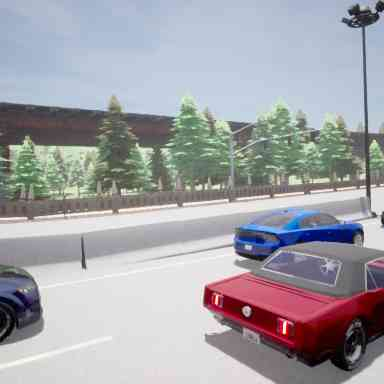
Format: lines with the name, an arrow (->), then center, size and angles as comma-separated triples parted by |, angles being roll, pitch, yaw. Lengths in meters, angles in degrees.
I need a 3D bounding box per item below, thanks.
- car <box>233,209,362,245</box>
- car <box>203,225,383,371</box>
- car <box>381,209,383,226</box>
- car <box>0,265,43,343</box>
car -> 3.561, 1.283, 10.630 | 5.008, 1.535, 1.882 | -3, 2, -36
car -> 2.573, 1.528, 5.607 | 4.718, 1.301, 1.895 | -2, 1, -36
car -> 10.840, 0.879, 15.876 | 4.181, 1.385, 1.994 | -4, 2, -36
car -> -4.489, 1.563, 4.847 | 4.181, 1.385, 1.994 | 0, 0, -36
